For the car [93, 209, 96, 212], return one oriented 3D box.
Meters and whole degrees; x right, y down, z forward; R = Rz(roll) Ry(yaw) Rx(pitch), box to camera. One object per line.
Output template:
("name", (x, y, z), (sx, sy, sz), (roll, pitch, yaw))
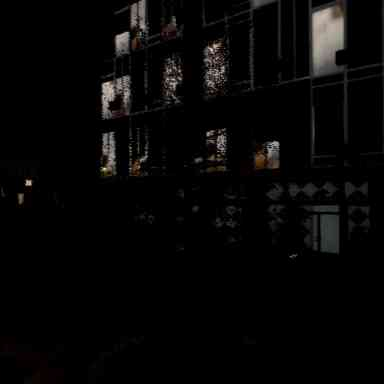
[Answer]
("car", (-10.286, 1.870, 41.699), (1.994, 1.385, 4.181), (-1, -1, 43))
